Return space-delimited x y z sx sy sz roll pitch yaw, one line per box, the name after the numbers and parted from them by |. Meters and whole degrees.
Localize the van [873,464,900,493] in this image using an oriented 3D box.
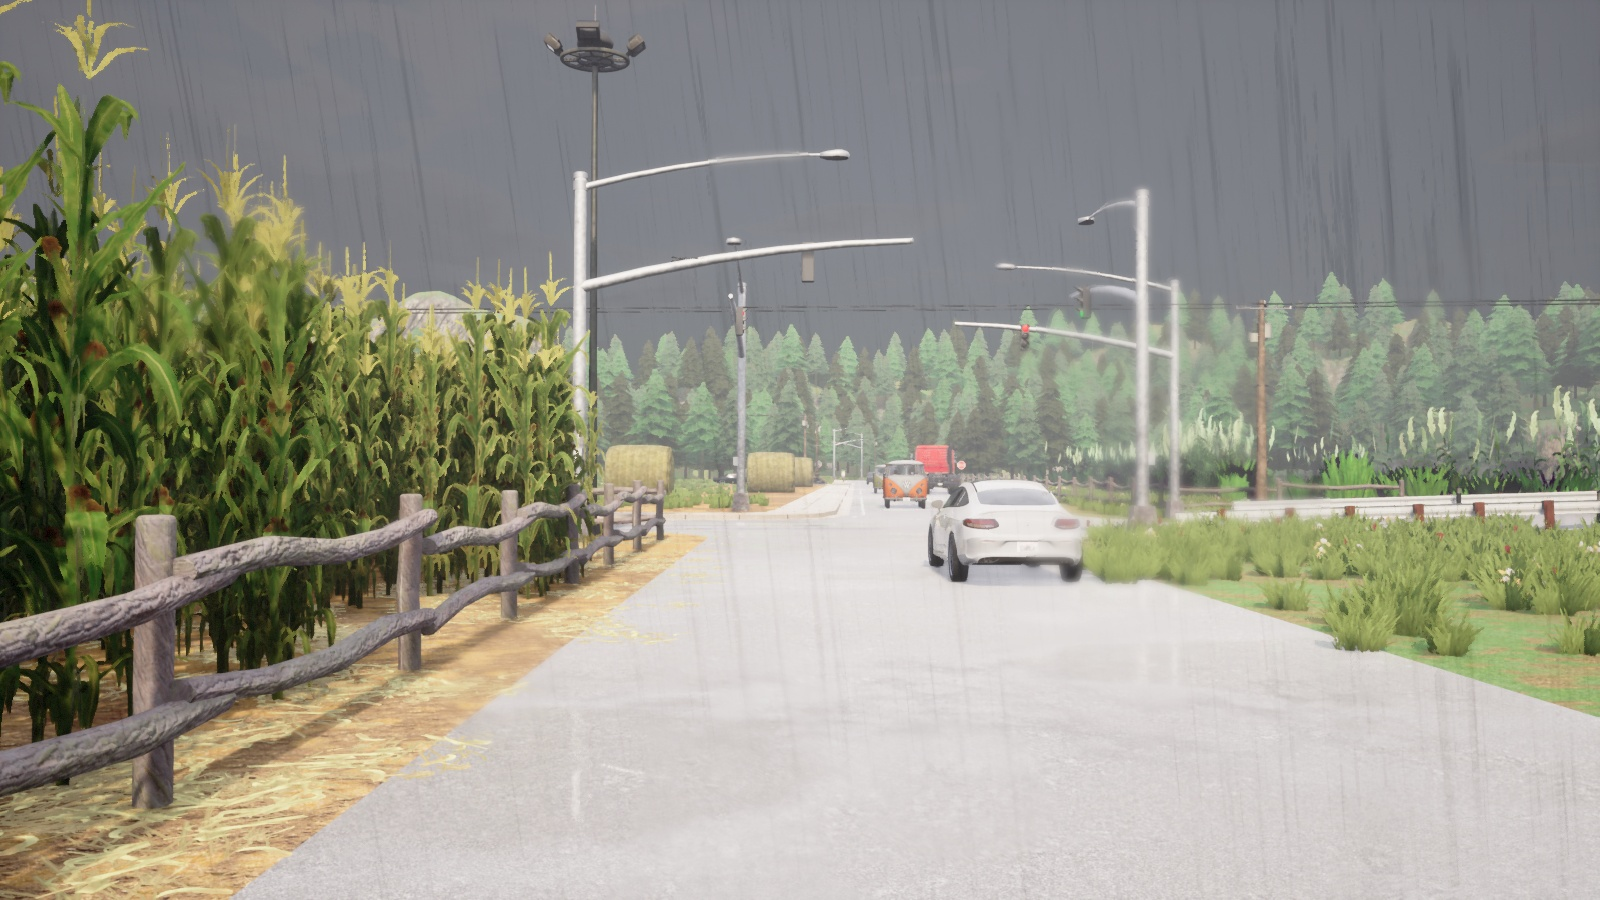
5.946 1.957 86.440 1.775 1.987 4.442 0 -1 3 | van

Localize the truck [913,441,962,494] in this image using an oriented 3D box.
9.484 1.222 87.268 2.891 3.462 7.936 0 -1 3 | truck

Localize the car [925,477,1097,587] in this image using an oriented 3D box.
3.054 1.148 19.121 1.812 1.442 4.674 0 -1 0 | car

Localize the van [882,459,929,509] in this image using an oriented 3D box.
4.395 1.397 52.677 1.775 1.987 4.442 0 -1 3 | van
